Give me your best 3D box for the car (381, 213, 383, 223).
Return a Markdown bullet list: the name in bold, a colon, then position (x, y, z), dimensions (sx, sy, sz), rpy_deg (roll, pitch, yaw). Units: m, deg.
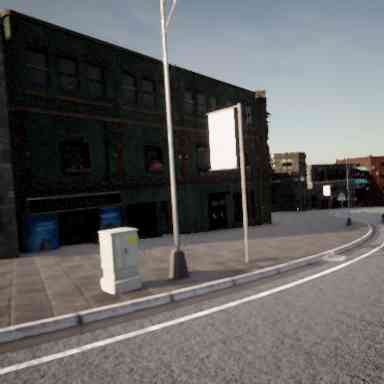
- **car**: position (18.200, 2.145, 29.561), dimensions (1.994, 1.385, 4.181), rpy_deg (-3, -3, 21)
